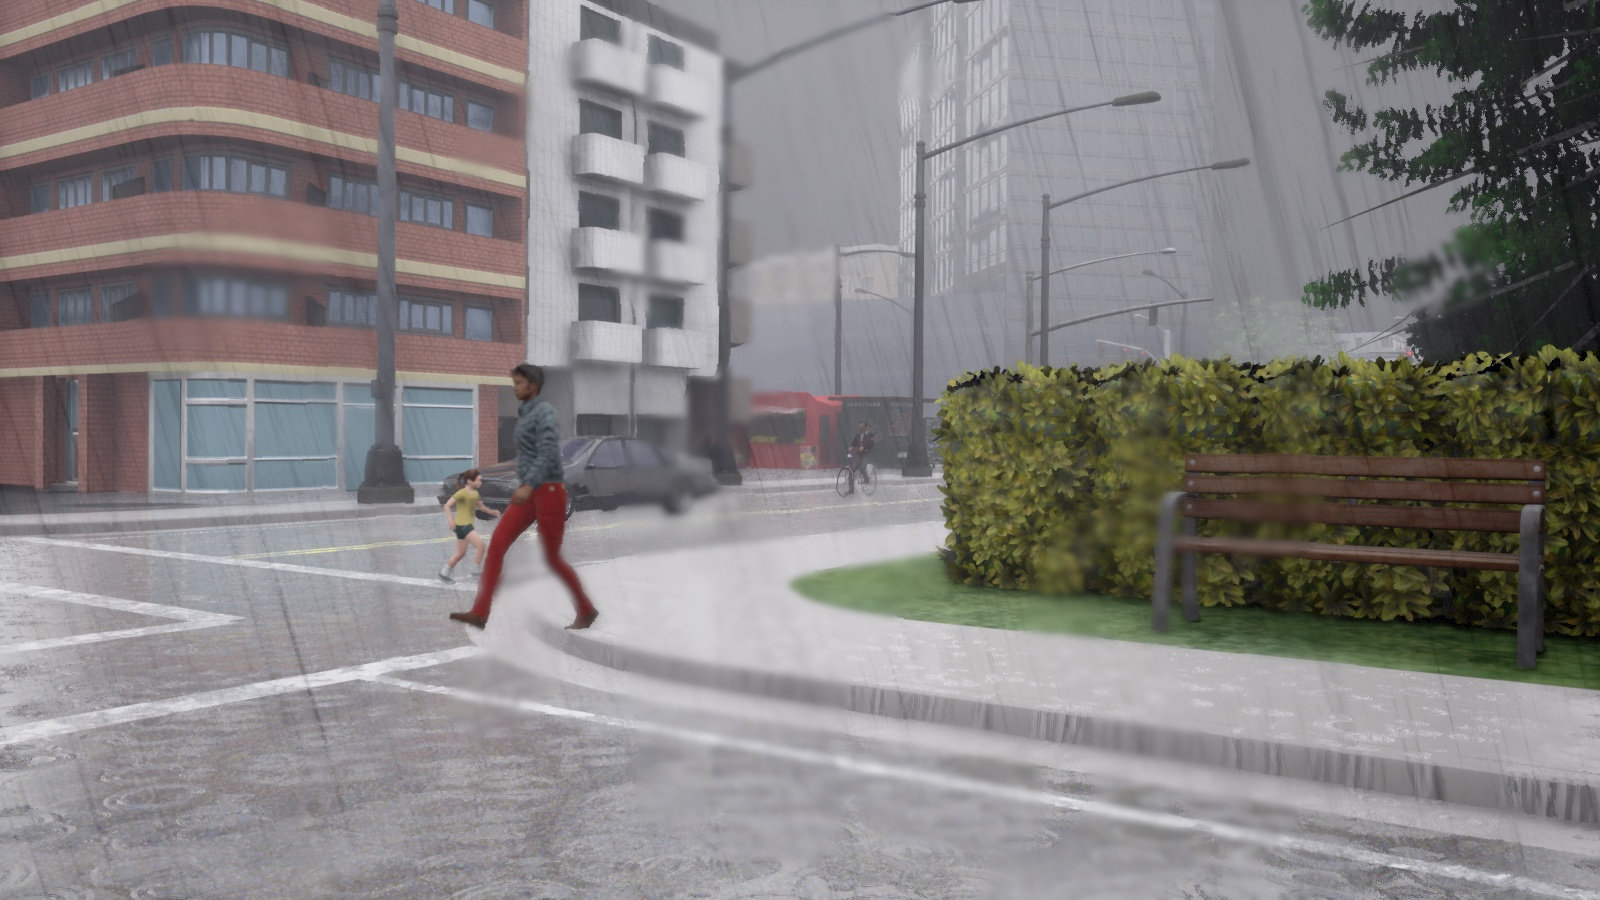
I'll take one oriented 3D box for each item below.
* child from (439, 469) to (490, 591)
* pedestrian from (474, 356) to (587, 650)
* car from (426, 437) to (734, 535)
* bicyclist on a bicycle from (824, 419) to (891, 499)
[{"bbox_3d":[-3.123,0.737,11.687,0.394,1.110,0.255,-1,1,-1],"label":"child"},{"bbox_3d":[-1.762,0.329,8.223,0.614,1.847,0.353,-1,1,-37],"label":"pedestrian"},{"bbox_3d":[-3.556,0.517,21.508,2.033,1.411,5.357,0,1,34],"label":"car"},{"bbox_3d":[1.338,0.196,28.807,0.659,1.776,1.843,0,1,34],"label":"bicyclist on a bicycle"}]
